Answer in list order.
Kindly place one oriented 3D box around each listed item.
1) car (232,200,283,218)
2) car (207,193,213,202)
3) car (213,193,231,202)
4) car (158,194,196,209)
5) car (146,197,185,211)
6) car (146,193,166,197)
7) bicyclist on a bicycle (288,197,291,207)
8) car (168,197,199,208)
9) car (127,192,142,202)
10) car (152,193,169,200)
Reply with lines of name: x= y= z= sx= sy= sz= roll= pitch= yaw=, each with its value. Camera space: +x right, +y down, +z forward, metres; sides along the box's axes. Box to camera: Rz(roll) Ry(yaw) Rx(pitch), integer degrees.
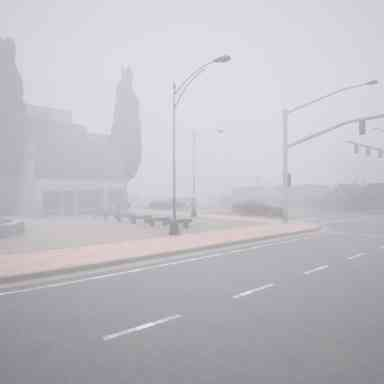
car: x=6.328 y=1.478 z=30.280 sx=1.882 sy=1.535 sz=5.008 roll=0 pitch=0 yaw=-40
car: x=4.935 y=1.156 z=71.245 sx=3.866 sy=1.878 sz=1.905 roll=0 pitch=0 yaw=-42
car: x=6.855 y=1.395 z=69.078 sx=3.806 sy=1.475 sz=1.970 roll=0 pitch=0 yaw=-42
car: x=-2.088 y=1.489 z=45.625 sx=2.128 sy=1.511 sz=4.902 roll=0 pitch=0 yaw=-40
car: x=-3.464 y=1.601 z=41.832 sx=1.895 sy=1.301 sz=4.718 roll=0 pitch=0 yaw=-40
car: x=-5.945 y=1.477 z=61.224 sx=1.882 sy=1.535 sz=5.008 roll=0 pitch=0 yaw=-40
bicyclist on a bicycle: x=12.889 y=1.261 z=44.859 sx=1.656 sy=1.620 sz=0.582 roll=-7 pitch=4 yaw=-40
car: x=-1.411 y=1.491 z=50.542 sx=2.128 sy=1.511 sz=4.902 roll=0 pitch=0 yaw=-40
car: x=-12.615 y=1.098 z=69.015 sx=2.150 sy=2.045 sz=5.566 roll=0 pitch=0 yaw=-40
car: x=-8.163 y=1.156 z=85.858 sx=3.866 sy=1.878 sz=1.905 roll=0 pitch=0 yaw=-42
